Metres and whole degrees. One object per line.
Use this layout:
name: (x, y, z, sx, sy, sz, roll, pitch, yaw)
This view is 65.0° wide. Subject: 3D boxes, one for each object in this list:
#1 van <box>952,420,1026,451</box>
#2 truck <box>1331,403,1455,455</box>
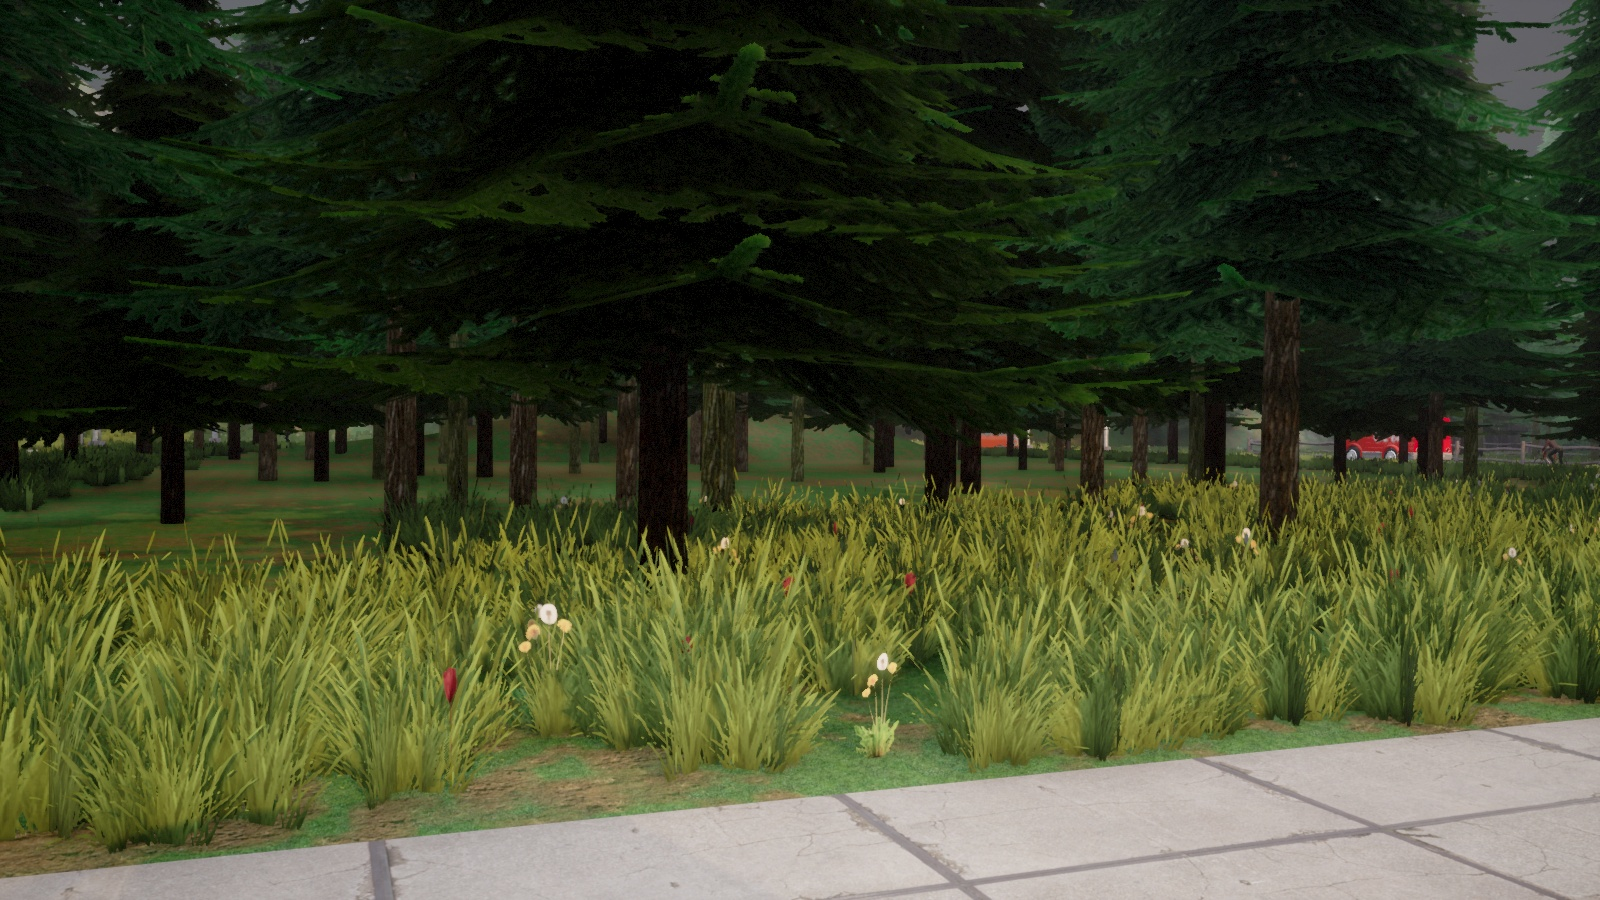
van: (12.326, -0.941, 81.907, 4.442, 1.987, 1.775, 0, 1, 32)
truck: (29.091, -1.036, 61.830, 2.627, 2.467, 5.204, -1, 1, -20)
